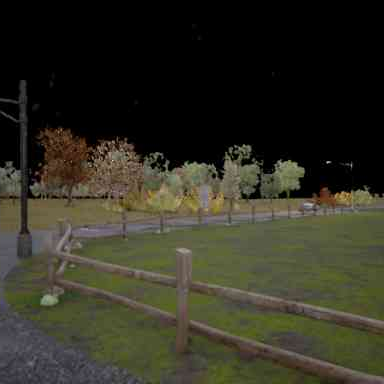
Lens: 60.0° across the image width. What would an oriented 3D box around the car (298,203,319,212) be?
[{"bbox_3d":[18.692,2.441,53.103,2.033,1.411,5.357,-1,-2,40],"label":"car"}]
